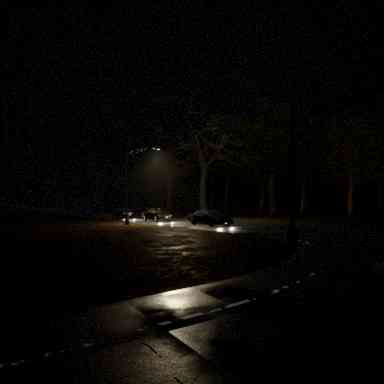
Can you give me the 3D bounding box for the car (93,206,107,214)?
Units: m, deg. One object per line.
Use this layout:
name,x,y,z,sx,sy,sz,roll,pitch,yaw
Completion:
car,-18.506,3.574,66.817,2.128,1.511,4.902,1,-2,-33

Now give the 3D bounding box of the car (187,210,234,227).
car,1.478,2.282,29.669,2.033,1.411,5.357,0,-2,-30

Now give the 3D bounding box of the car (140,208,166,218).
car,-5.504,2.940,47.015,1.994,1.385,4.181,1,-2,-33

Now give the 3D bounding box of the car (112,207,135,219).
car,-9.615,2.896,46.562,2.128,1.511,4.902,1,-2,-33

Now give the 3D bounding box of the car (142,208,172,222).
car,-4.029,2.579,38.028,1.837,1.490,4.892,1,-2,-33
